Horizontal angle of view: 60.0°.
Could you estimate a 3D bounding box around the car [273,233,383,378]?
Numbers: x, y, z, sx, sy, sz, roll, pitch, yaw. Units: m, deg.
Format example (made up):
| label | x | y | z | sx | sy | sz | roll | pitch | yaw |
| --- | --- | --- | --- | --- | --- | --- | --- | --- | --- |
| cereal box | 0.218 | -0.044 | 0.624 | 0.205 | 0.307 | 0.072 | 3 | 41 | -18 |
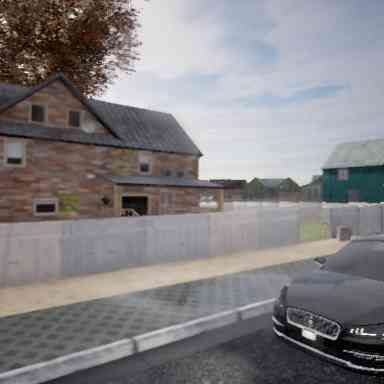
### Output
| label | x | y | z | sx | sy | sz | roll | pitch | yaw |
| --- | --- | --- | --- | --- | --- | --- | --- | --- | --- |
| car | 3.417 | 1.505 | 5.509 | 4.892 | 1.490 | 1.837 | 0 | 0 | -36 |
